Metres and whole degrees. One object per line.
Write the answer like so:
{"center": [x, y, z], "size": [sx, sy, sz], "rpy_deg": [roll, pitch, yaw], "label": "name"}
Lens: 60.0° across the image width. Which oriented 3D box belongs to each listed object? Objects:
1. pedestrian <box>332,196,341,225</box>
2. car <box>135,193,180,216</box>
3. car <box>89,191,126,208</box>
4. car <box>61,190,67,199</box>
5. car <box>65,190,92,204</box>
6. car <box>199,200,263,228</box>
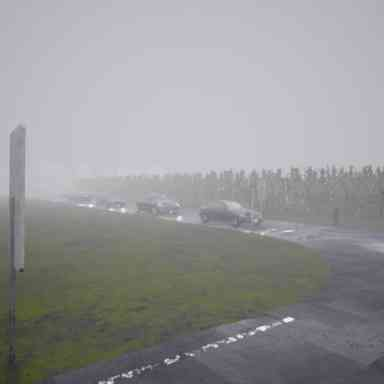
{"center": [9.110, 1.138, 21.045], "size": [0.375, 1.860, 0.375], "rpy_deg": [2, -1, -36], "label": "pedestrian"}
{"center": [-2.903, 0.931, 27.510], "size": [2.097, 1.767, 4.553], "rpy_deg": [1, 1, -36], "label": "car"}
{"center": [-8.963, 0.944, 35.942], "size": [2.033, 1.411, 5.357], "rpy_deg": [1, 1, -35], "label": "car"}
{"center": [-21.724, 0.464, 58.702], "size": [2.128, 1.511, 4.902], "rpy_deg": [1, 1, -36], "label": "car"}
{"center": [-15.061, 0.814, 44.475], "size": [1.895, 1.301, 4.718], "rpy_deg": [1, 1, -35], "label": "car"}
{"center": [2.225, 1.261, 20.322], "size": [1.812, 1.442, 4.674], "rpy_deg": [1, 1, -34], "label": "car"}
